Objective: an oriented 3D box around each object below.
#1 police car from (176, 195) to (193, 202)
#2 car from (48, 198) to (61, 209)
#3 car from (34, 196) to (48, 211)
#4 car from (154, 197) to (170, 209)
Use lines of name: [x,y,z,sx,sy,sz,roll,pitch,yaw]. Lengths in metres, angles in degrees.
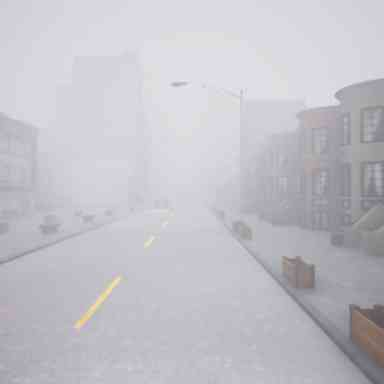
police car: [-1.949,1.439,79.151,1.930,1.638,5.238,0,0,-37]
car: [-19.306,1.355,41.149,4.611,1.667,2.242,0,0,10]
car: [-19.073,1.250,38.047,3.866,1.878,1.905,0,0,10]
car: [-4.079,1.500,46.220,2.128,1.511,4.902,0,0,0]
